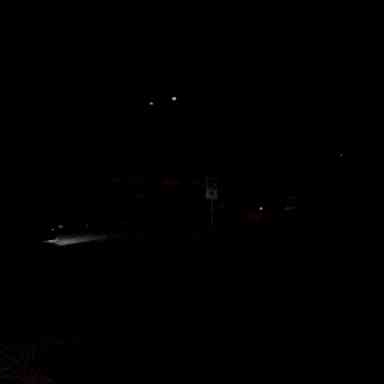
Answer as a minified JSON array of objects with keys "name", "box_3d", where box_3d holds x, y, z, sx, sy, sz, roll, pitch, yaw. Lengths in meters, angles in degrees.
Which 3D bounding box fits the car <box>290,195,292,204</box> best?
[{"name":"car","box_3d":[10.608,1.130,41.368,1.802,1.307,4.206,0,0,34]}]

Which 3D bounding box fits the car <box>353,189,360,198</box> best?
[{"name":"car","box_3d":[39.060,0.323,78.169,2.150,2.045,5.566,-1,0,34]}]

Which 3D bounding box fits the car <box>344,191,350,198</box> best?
[{"name":"car","box_3d":[32.844,0.651,73.765,2.192,1.841,5.009,0,0,34]}]

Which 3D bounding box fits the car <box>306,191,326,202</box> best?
[{"name":"car","box_3d":[20.137,0.760,55.252,2.192,1.841,5.009,0,0,34]}]

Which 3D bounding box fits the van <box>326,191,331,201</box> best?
[{"name":"van","box_3d":[23.314,0.756,59.880,1.690,1.788,3.998,0,0,34]}]

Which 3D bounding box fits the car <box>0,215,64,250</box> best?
[{"name":"car","box_3d":[-7.228,1.365,10.721,2.033,1.411,5.357,-1,1,34]}]

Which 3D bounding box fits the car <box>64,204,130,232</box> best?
[{"name":"car","box_3d":[-5.275,1.325,18.227,1.947,1.339,4.313,0,0,34]}]

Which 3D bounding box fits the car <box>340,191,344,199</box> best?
[{"name":"car","box_3d":[29.573,0.886,68.997,1.752,1.417,4.829,0,0,34]}]

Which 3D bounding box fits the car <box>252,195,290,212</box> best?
[{"name":"car","box_3d":[7.581,1.192,32.305,1.895,1.301,4.718,-1,0,34]}]

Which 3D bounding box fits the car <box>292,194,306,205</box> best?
[{"name":"car","box_3d":[13.785,1.063,45.996,2.008,1.369,4.403,0,0,34]}]

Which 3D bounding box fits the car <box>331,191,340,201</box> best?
[{"name":"car","box_3d":[26.491,0.701,64.509,2.192,1.841,5.009,0,0,34]}]

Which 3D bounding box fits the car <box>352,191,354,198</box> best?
[{"name":"car","box_3d":[36.024,0.862,78.394,2.008,1.369,4.403,0,0,34]}]
